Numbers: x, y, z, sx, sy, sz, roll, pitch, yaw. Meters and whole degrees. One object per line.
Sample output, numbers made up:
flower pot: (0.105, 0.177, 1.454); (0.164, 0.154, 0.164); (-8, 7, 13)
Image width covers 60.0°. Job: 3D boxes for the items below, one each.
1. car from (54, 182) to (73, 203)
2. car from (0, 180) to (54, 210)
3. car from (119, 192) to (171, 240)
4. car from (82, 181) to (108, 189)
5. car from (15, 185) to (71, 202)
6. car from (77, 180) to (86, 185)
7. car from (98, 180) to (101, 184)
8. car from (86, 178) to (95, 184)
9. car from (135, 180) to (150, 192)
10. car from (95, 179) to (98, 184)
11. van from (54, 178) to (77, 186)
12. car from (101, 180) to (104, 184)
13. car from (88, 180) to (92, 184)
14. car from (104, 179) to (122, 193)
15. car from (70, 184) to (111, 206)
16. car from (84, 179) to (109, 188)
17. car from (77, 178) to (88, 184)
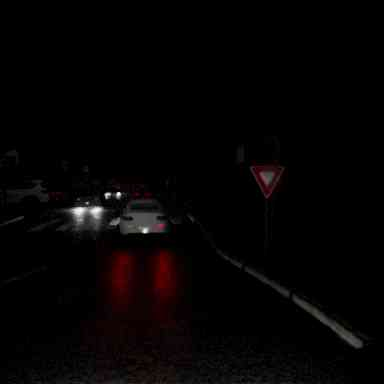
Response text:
car: (-13.577, 0.182, 28.832); (5.366, 1.575, 1.946); (-2, 3, -29)
car: (-12.824, 0.210, 22.778); (5.566, 2.045, 2.435); (-2, 3, -29)
car: (-1.856, 0.937, 13.256); (1.812, 1.442, 4.674); (0, 3, -8)
car: (-19.685, -1.482, 67.289); (4.674, 1.452, 2.002); (-2, 3, -29)
car: (-14.211, 0.097, 31.709); (4.674, 1.452, 2.002); (-2, 3, -29)
car: (-15.122, -0.211, 37.635); (5.008, 1.535, 2.097); (-2, 3, -29)
car: (-17.393, -0.848, 52.484); (4.792, 1.488, 2.163); (-2, 3, -29)
car: (-16.475, -0.739, 46.538); (4.553, 1.767, 2.185); (-2, 3, -29)
car: (-7.257, -0.839, 48.700); (2.097, 1.767, 4.553); (0, 3, -9)
car: (-16.930, -0.871, 49.502); (4.553, 1.767, 2.185); (-2, 3, -29)
van: (-14.772, -0.298, 34.600); (4.442, 1.987, 1.878); (-2, 3, -29)
car: (-17.849, -1.259, 55.434); (5.566, 2.045, 2.435); (-2, 3, -29)
car: (-16.049, -0.439, 43.570); (4.674, 1.452, 2.002); (-2, 3, -29)
car: (-11.571, -0.756, 49.633); (1.882, 1.535, 5.008); (0, 2, -9)
car: (-8.150, 0.327, 27.179); (2.033, 1.411, 5.357); (0, 3, -9)
car: (-20.175, -1.773, 70.235); (4.553, 1.767, 2.185); (-2, 3, -29)
car: (-15.623, -0.470, 40.587); (4.553, 1.767, 2.185); (-2, 3, -29)
